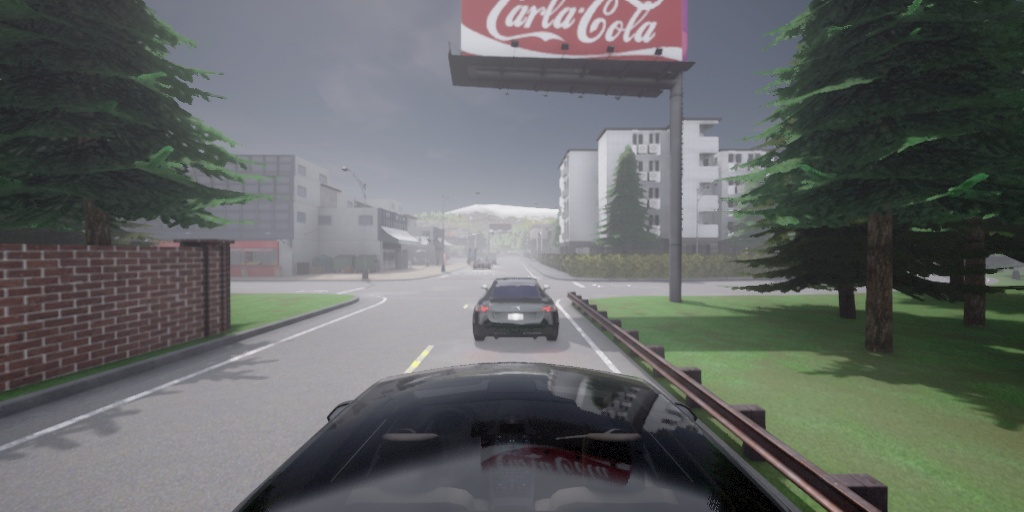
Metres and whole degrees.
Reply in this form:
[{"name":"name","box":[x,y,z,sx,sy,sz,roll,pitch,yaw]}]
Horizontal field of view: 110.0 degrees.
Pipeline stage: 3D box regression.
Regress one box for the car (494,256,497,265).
[{"name":"car","box":[-3.453,0.709,58.129,2.128,1.511,4.902,0,1,1]}]

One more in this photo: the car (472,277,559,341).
[{"name":"car","box":[0.095,1.239,9.608,1.994,1.385,4.181,0,1,0]}]

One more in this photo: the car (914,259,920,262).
[{"name":"car","box":[47.453,1.039,43.209,1.837,1.490,4.892,0,1,22]}]

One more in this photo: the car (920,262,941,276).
[{"name":"car","box":[41.638,1.164,34.556,2.033,1.411,5.357,0,1,42]}]

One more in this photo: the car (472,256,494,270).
[{"name":"car","box":[-3.511,0.929,42.538,1.994,1.385,4.181,0,0,0]}]
